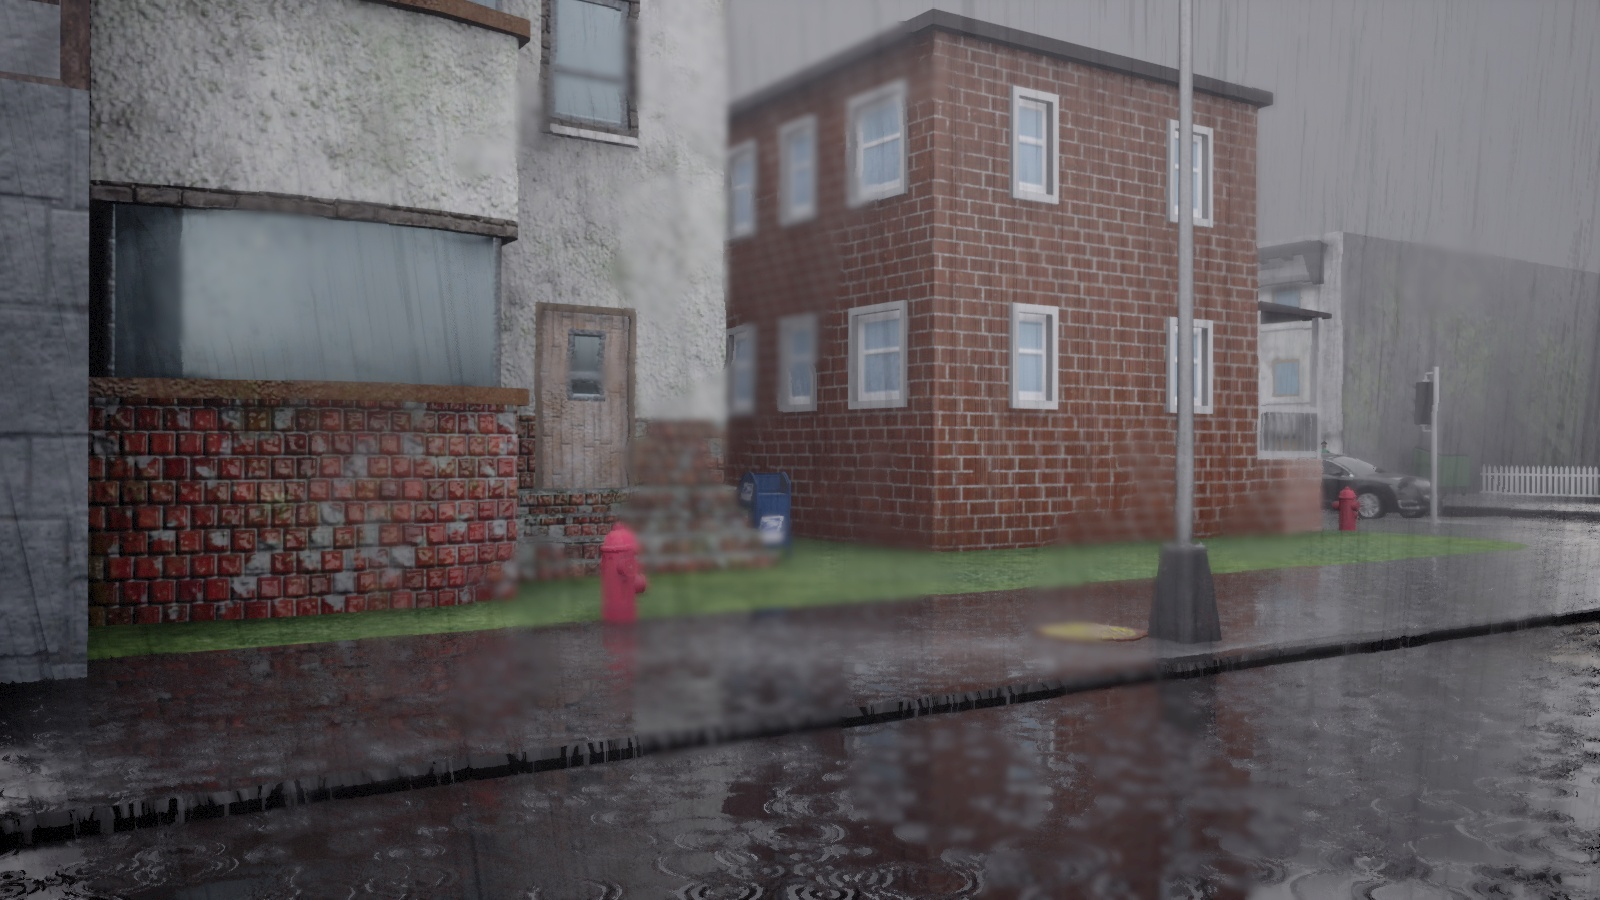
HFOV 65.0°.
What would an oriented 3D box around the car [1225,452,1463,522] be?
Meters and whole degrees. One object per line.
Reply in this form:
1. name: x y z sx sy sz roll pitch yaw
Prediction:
1. car: 12.566 0.795 29.332 1.837 1.490 4.892 0 0 -33
